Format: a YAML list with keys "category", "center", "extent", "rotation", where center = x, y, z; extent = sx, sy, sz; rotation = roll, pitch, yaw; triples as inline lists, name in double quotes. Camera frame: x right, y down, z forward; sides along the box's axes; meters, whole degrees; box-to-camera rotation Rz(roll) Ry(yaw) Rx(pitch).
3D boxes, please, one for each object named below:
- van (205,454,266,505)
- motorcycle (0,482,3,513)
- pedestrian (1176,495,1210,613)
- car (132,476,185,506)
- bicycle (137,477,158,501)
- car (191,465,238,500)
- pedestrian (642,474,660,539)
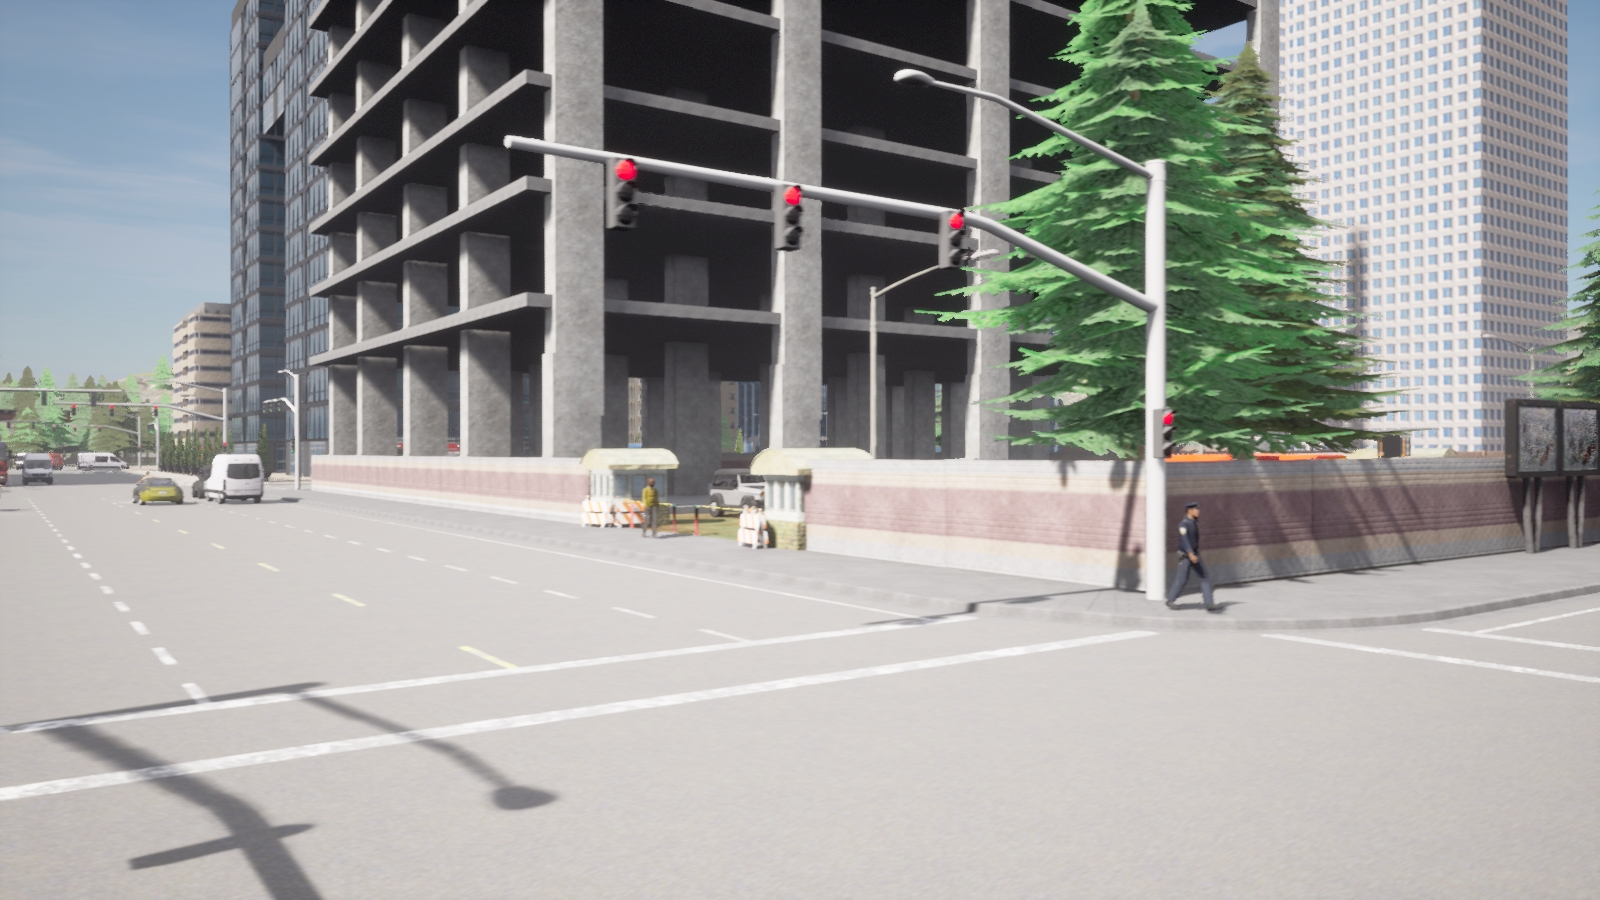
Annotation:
- category: "van"
  center: [-30.103, 1.510, 60.781]
  extent: [1.988, 2.561, 5.915]
  rotation: [0, 0, -35]
- category: "motorcycle"
  center: [-36.648, 2.148, 51.859]
  extent: [0.764, 1.307, 2.356]
  rotation: [0, 0, -36]
- category: "pedestrian"
  center: [6.359, 1.671, 18.499]
  extent: [0.375, 1.860, 0.375]
  rotation: [0, 0, -38]
- category: "car"
  center: [-33.210, 2.101, 59.098]
  extent: [1.994, 1.385, 4.181]
  rotation: [0, 0, -35]
- category: "bicycle"
  center: [-35.961, 2.144, 62.983]
  extent: [0.859, 1.276, 1.487]
  rotation: [0, 0, -36]
- category: "car"
  center: [-33.955, 1.838, 66.216]
  extent: [1.905, 1.878, 3.866]
  rotation: [0, 0, -36]
- category: "pedestrian"
  center: [-4.335, 1.633, 33.247]
  extent: [0.375, 1.860, 0.375]
  rotation: [0, 0, -34]
